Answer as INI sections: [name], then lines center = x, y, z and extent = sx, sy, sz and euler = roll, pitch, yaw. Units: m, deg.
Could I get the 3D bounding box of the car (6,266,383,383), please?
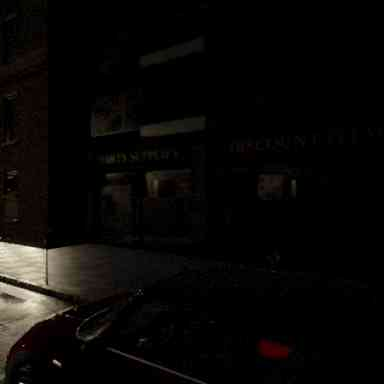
[car]
center = 0.064, 1.452, 3.034
extent = 4.097, 1.590, 1.967
euler = -1, 0, 36
